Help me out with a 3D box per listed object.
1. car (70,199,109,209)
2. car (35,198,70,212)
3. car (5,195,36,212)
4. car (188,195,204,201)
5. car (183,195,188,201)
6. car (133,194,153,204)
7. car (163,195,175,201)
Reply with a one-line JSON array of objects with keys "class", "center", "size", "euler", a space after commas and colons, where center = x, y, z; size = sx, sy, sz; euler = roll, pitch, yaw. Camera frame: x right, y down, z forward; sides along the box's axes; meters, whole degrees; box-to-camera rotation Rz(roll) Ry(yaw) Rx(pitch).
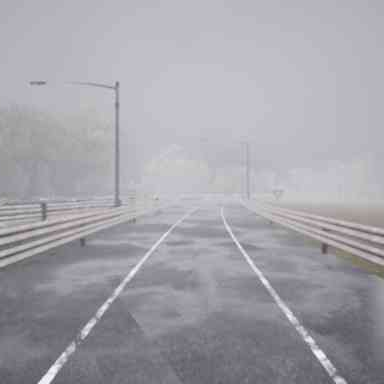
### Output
[{"class": "car", "center": [-10.037, 1.338, 33.661], "size": [1.994, 1.385, 4.181], "euler": [0, 0, 13]}, {"class": "car", "center": [-13.537, 1.339, 34.051], "size": [1.994, 1.385, 4.181], "euler": [0, 0, 13]}, {"class": "car", "center": [-17.051, 1.127, 34.397], "size": [2.097, 1.767, 4.553], "euler": [0, 0, 13]}, {"class": "car", "center": [1.433, 1.419, 78.860], "size": [2.033, 1.411, 5.357], "euler": [0, 0, 16]}, {"class": "car", "center": [-0.934, 1.415, 83.289], "size": [1.812, 1.442, 4.674], "euler": [0, 0, 16]}, {"class": "car", "center": [-8.233, 1.178, 56.380], "size": [2.097, 1.767, 4.553], "euler": [0, 0, 14]}, {"class": "car", "center": [-5.504, 1.437, 80.065], "size": [1.994, 1.385, 4.181], "euler": [0, 0, 16]}]
